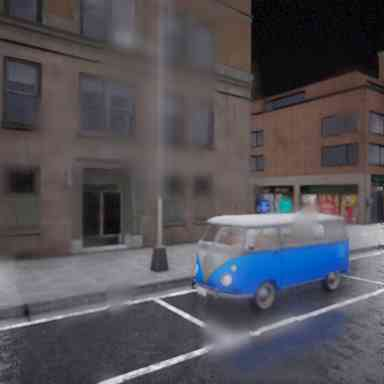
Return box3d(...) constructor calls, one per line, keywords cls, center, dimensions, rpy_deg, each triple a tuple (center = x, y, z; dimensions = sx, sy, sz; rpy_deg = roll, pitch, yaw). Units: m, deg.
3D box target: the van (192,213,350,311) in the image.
box3d(cls="van", center=(1.905, 1.395, 7.572), dimensions=(3.998, 1.788, 1.690), rpy_deg=(1, 0, -35))
